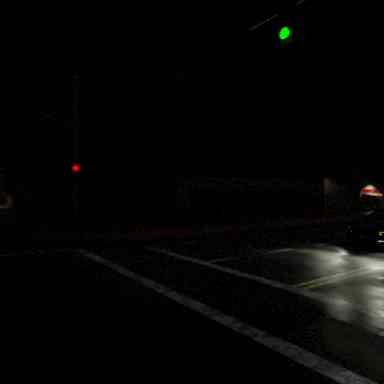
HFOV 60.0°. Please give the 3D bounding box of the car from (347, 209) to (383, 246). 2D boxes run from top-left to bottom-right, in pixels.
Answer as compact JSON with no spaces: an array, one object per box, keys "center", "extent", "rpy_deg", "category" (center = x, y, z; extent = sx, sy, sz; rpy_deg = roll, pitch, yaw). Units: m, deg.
[{"center":[8.707,1.474,14.424],"extent":[5.008,1.535,1.882],"rpy_deg":[0,0,-35],"category":"car"}]
